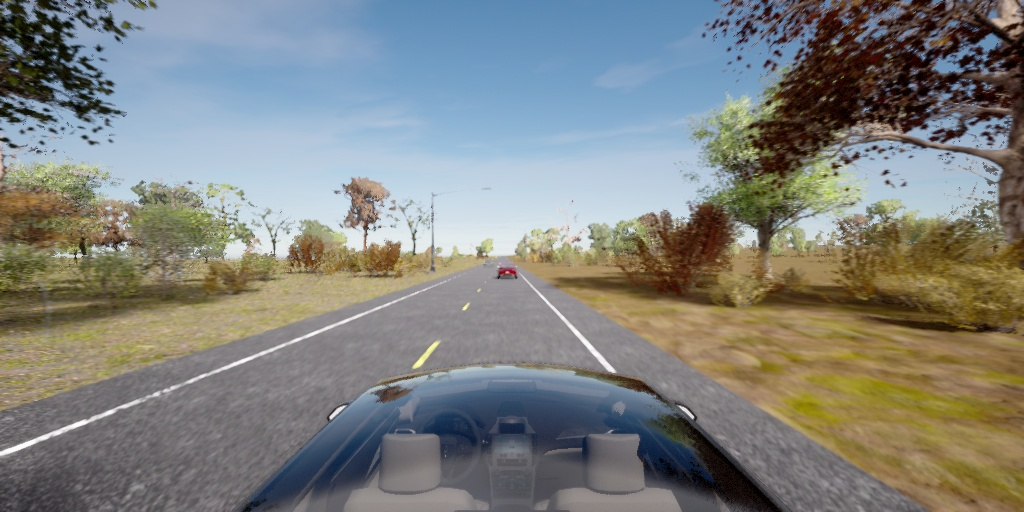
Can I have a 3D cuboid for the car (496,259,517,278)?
[{"bbox_3d":[-0.474,1.411,36.365,1.882,1.535,5.008,0,0,-1],"label":"car"}]
